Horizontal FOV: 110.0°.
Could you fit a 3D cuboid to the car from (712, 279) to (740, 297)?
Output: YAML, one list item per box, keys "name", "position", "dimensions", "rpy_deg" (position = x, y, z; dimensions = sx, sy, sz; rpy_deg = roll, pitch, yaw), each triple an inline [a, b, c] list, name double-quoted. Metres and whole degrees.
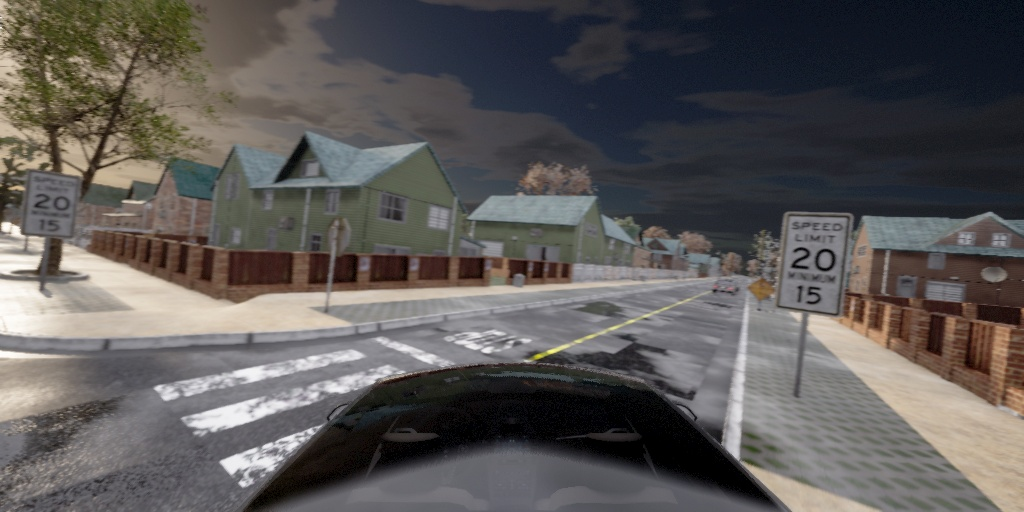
- name: "car"
  position: [20.428, 3.010, 34.411]
  dimensions: [2.033, 1.411, 5.357]
  rpy_deg: [7, 1, 34]

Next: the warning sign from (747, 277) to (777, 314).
- name: "warning sign"
  position: [13.098, 2.023, 19.004]
  dimensions: [1.300, 1.860, 1.060]
  rpy_deg: [0, 0, 34]
